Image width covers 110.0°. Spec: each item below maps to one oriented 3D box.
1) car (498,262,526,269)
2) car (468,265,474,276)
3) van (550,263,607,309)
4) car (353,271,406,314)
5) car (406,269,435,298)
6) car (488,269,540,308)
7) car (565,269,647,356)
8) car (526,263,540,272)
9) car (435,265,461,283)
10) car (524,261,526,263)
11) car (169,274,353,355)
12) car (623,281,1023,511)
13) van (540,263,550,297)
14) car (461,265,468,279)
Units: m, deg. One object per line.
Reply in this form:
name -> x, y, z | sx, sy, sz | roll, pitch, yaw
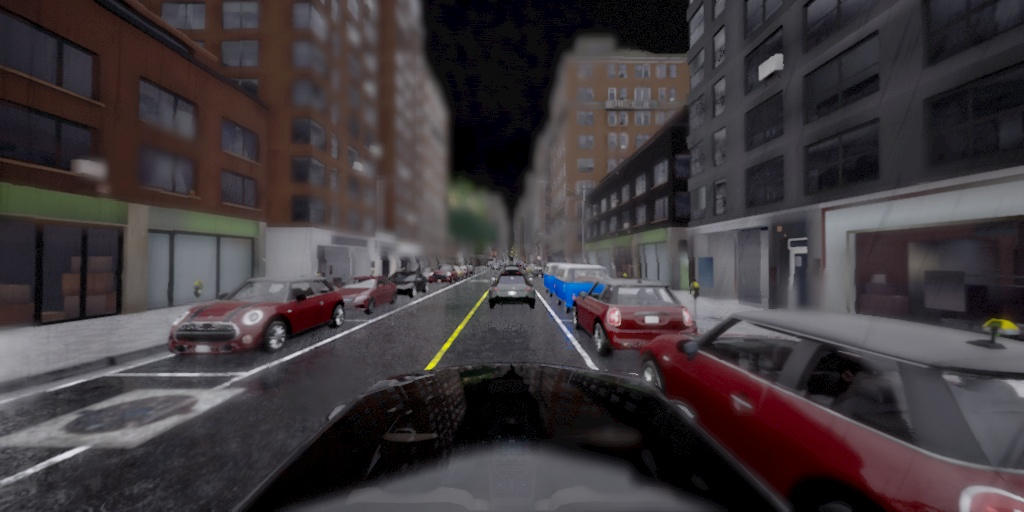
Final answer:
car -> 0.011, 1.556, 31.156 | 1.837, 1.490, 4.892 | 0, 0, 0
car -> -5.849, 1.747, 41.844 | 1.802, 1.307, 4.207 | 0, 0, 0
van -> 2.672, 1.212, 14.292 | 1.690, 1.789, 3.998 | 0, 0, 0
car -> -5.854, 1.453, 14.303 | 1.802, 1.307, 4.207 | 0, 0, 0
car -> -5.853, 1.494, 19.811 | 1.948, 1.339, 4.313 | 0, 0, 0
car -> 0.008, 1.454, 16.125 | 1.994, 1.385, 4.181 | 0, -1, 0
car -> 2.670, 1.257, 8.785 | 1.967, 1.591, 4.097 | 0, 0, 0
car -> 2.676, 1.655, 36.321 | 2.007, 1.370, 4.403 | 0, 0, 0
car -> -5.851, 1.485, 30.827 | 1.967, 1.591, 4.097 | 0, 0, 0
car -> 2.678, 1.752, 47.505 | 1.751, 1.417, 4.829 | 0, 0, 0
car -> -5.856, 1.257, 8.796 | 1.967, 1.591, 4.097 | 0, 0, 0
car -> 2.669, 1.204, 3.279 | 1.967, 1.591, 4.097 | 0, 0, 0
van -> 2.672, 1.268, 19.798 | 1.690, 1.789, 3.998 | 0, 0, 0
car -> -5.850, 1.630, 36.166 | 1.751, 1.417, 4.829 | 0, 0, 0
